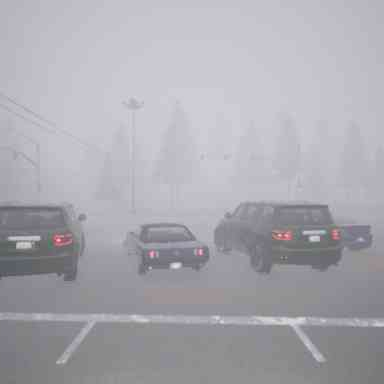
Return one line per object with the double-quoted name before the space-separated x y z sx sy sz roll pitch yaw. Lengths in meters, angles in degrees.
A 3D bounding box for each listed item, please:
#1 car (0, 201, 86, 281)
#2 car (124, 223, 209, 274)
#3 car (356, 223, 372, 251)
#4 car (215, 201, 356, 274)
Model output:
"car" -4.466 1.282 9.924 2.150 2.045 5.566 1 0 -16
"car" -1.070 1.666 10.924 1.895 1.301 4.718 0 0 -17
"car" 5.066 1.562 14.150 1.882 1.535 5.008 1 -1 -22
"car" 2.513 1.290 11.148 2.150 2.045 5.566 1 0 -14
